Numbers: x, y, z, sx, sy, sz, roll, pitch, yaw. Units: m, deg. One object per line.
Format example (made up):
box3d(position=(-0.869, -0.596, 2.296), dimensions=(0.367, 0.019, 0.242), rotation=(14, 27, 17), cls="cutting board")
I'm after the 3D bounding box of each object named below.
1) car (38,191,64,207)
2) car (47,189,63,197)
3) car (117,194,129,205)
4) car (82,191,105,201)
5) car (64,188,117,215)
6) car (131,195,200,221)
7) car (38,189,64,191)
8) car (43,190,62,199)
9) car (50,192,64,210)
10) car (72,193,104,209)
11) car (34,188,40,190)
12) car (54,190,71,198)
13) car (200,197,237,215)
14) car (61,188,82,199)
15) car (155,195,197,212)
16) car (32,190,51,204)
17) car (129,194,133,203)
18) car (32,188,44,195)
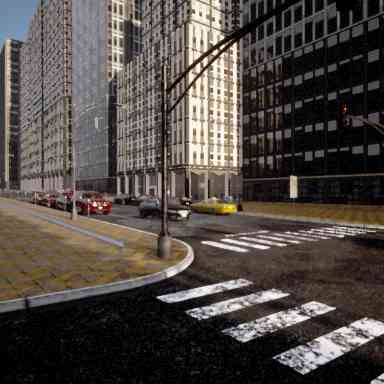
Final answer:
box3d(position=(-15.030, 0.861, 36.273), dimensions=(1.887, 1.381, 4.507), rotation=(1, 0, -36), cls="car")
box3d(position=(-28.151, 0.214, 68.454), dimensions=(2.008, 1.369, 4.403), rotation=(1, 0, -36), cls="car")
box3d(position=(-8.269, 0.856, 41.222), dimensions=(1.947, 1.339, 4.313), rotation=(1, 0, -36), cls="car")
box3d(position=(-14.896, 0.646, 50.300), dimensions=(1.947, 1.339, 4.313), rotation=(1, 0, -36), cls="car")
box3d(position=(-8.398, 0.841, 27.195), dimensions=(2.192, 1.841, 5.009), rotation=(1, 0, -36), cls="car")
box3d(position=(-1.932, 1.149, 22.700), dimensions=(2.128, 1.511, 4.902), rotation=(0, 1, -36), cls="car")
box3d(position=(-20.706, 0.626, 48.577), dimensions=(1.994, 1.385, 4.181), rotation=(0, 1, -36), cls="car")
box3d(position=(-25.114, 0.380, 59.855), dimensions=(2.033, 1.411, 5.357), rotation=(0, 1, -34), cls="car")
box3d(position=(-11.717, 0.987, 31.735), dimensions=(1.947, 1.339, 4.313), rotation=(1, 0, -36), cls="car")
box3d(position=(-11.159, 0.890, 35.359), dimensions=(1.812, 1.442, 4.674), rotation=(0, 1, -36), cls="car")
box3d(position=(-34.776, -0.105, 77.531), dimensions=(1.967, 1.590, 4.097), rotation=(1, 0, -36), cls="car")
box3d(position=(-24.937, 0.289, 64.053), dimensions=(1.752, 1.417, 4.829), rotation=(1, 0, -36), cls="car")
box3d(position=(1.642, 1.127, 27.798), dimensions=(1.752, 1.417, 4.829), rotation=(1, 0, -36), cls="car")
box3d(position=(-21.518, 0.186, 59.375), dimensions=(2.192, 1.841, 5.009), rotation=(1, 0, -36), cls="car")
box3d(position=(-1.641, 1.066, 32.145), dimensions=(1.947, 1.339, 4.313), rotation=(1, 0, -36), cls="car")
box3d(position=(-18.344, 0.793, 40.811), dimensions=(1.802, 1.307, 4.206), rotation=(1, 0, -36), cls="car")
box3d(position=(-4.955, 0.977, 36.683), dimensions=(1.802, 1.307, 4.206), rotation=(1, 0, -36), cls="car")
box3d(position=(-38.089, -0.208, 82.070), dimensions=(1.967, 1.590, 4.097), rotation=(1, 0, -36), cls="car")
